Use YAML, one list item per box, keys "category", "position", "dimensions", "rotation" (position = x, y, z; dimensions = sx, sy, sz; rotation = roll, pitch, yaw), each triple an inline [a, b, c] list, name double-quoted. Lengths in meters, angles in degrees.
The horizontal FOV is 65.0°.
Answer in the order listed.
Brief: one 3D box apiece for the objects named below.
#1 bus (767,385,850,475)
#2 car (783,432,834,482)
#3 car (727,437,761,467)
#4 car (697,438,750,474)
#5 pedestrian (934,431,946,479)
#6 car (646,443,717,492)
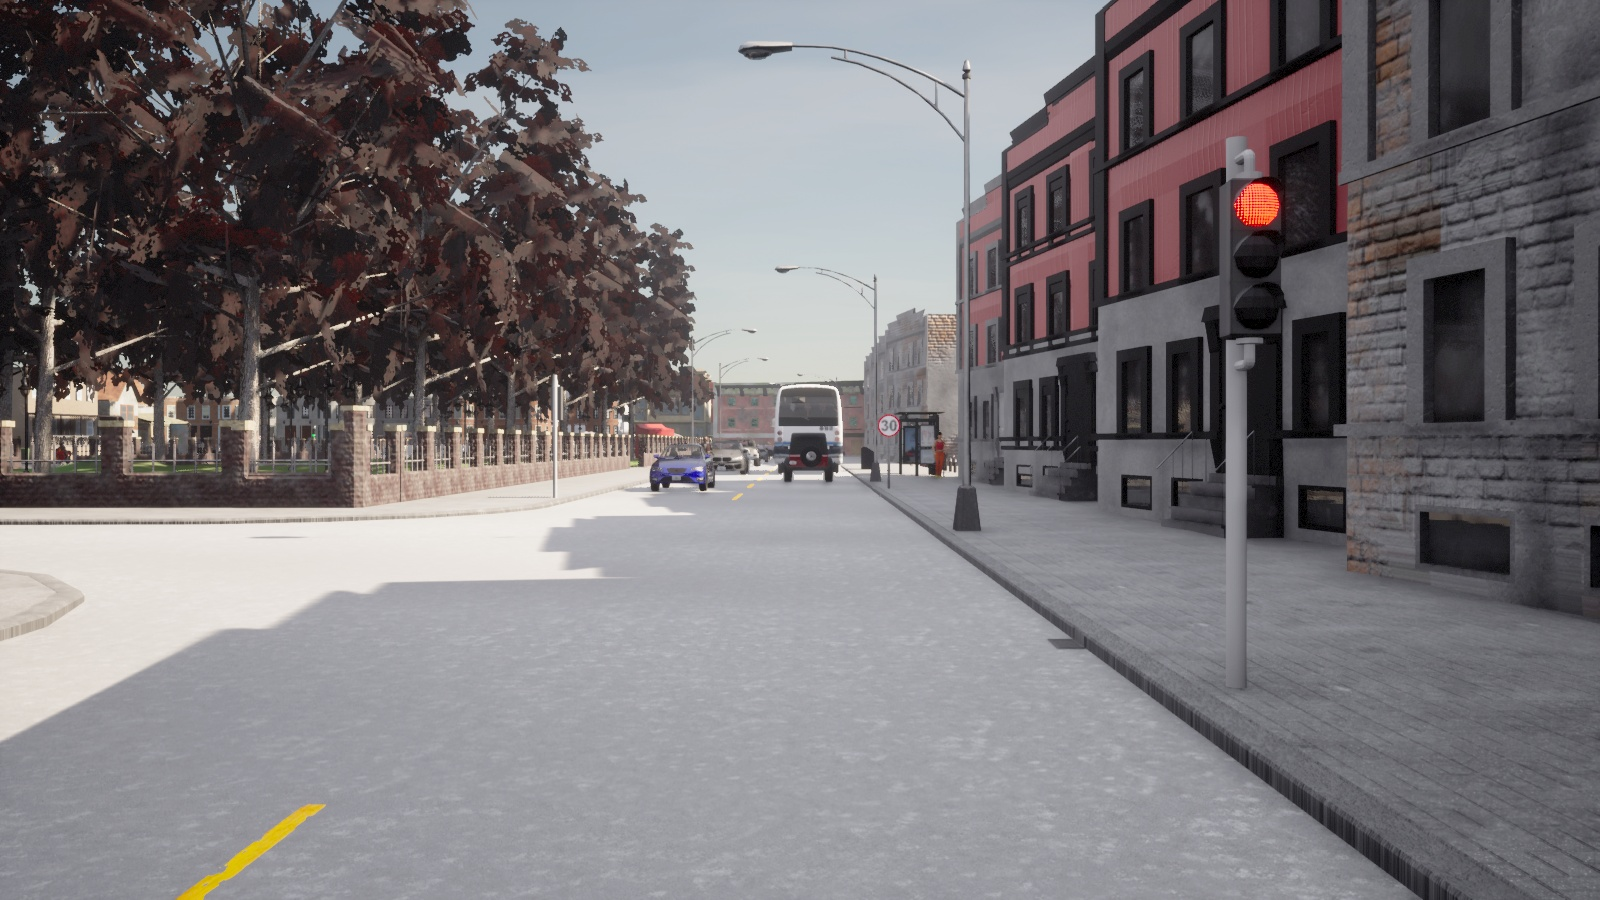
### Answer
- category: "bus"
  position: [0.429, -0.995, 64.693]
  dimensions: [3.944, 4.253, 10.273]
  rotation: [0, 0, 0]
- category: "car"
  position: [0.334, 0.262, 49.691]
  dimensions: [1.905, 1.878, 3.866]
  rotation: [0, 0, 0]
- category: "car"
  position: [-3.482, 0.116, 78.706]
  dimensions: [1.932, 1.855, 4.605]
  rotation: [0, 0, 0]
- category: "car"
  position: [-3.601, 0.250, 59.922]
  dimensions: [2.242, 1.667, 4.611]
  rotation: [0, 0, 0]
- category: "pedestrian"
  position: [5.446, 0.185, 48.864]
  dimensions: [0.345, 1.836, 0.594]
  rotation: [0, 0, -4]
- category: "car"
  position: [-3.717, 0.530, 40.145]
  dimensions: [1.816, 1.474, 4.193]
  rotation: [0, 0, 1]
